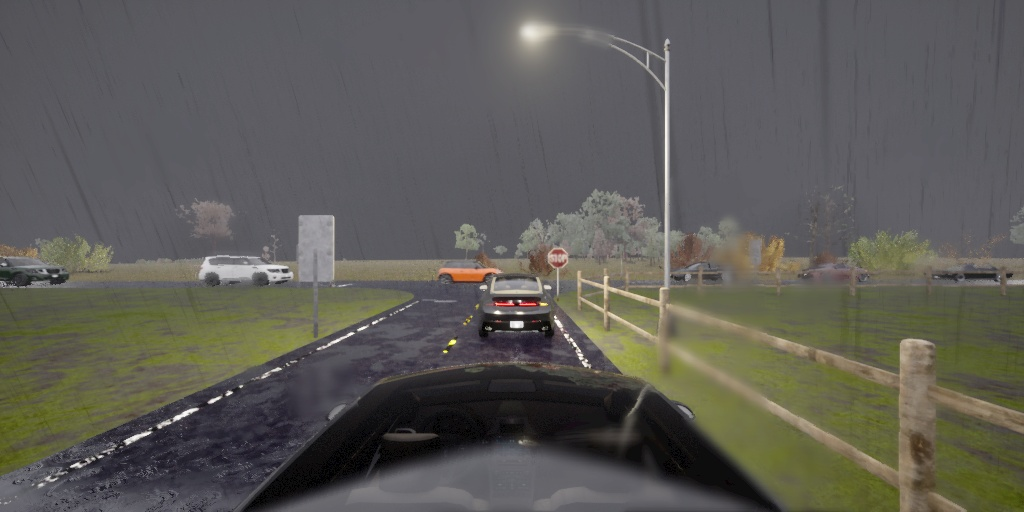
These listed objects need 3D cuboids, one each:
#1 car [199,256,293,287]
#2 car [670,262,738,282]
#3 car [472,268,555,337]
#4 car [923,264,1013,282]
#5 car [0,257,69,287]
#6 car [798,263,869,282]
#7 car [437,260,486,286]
[{"bbox_3d":[-18.363,1.017,24.828,5.566,2.045,2.150,0,0,1],"label":"car"},{"bbox_3d":[14.570,1.213,27.501,4.892,1.490,1.837,0,0,0],"label":"car"},{"bbox_3d":[0.106,1.254,10.281,1.837,1.490,4.892,0,0,0],"label":"car"},{"bbox_3d":[34.590,1.275,27.321,4.718,1.301,1.895,0,0,0],"label":"car"},{"bbox_3d":[-34.576,1.068,24.985,5.566,2.045,2.150,-1,0,1],"label":"car"},{"bbox_3d":[24.514,1.251,27.412,4.181,1.385,1.994,0,0,1],"label":"car"},{"bbox_3d":[-2.781,1.103,24.698,4.553,1.767,2.097,0,0,0],"label":"car"}]
